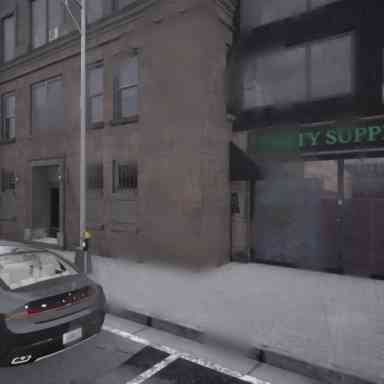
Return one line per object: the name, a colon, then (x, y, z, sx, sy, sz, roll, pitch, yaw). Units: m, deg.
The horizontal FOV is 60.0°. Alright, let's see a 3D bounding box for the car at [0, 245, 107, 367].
car: (-3.261, 1.550, 5.405, 4.403, 1.369, 2.008, 0, 0, 36)
